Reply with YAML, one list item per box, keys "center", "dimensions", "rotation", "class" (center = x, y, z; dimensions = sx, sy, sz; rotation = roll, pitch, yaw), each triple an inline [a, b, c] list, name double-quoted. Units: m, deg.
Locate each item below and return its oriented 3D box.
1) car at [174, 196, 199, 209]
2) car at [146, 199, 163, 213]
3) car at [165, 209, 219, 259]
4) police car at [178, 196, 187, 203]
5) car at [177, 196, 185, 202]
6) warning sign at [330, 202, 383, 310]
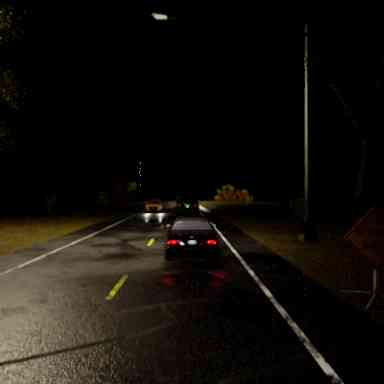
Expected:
- center: [-0.468, 1.360, 31.601]
  dimensions: [2.150, 2.045, 5.566]
  rotation: [0, 0, -2]
  class: "car"
- center: [-4.481, 1.649, 40.074]
  dimensions: [1.882, 1.535, 5.008]
  rotation: [0, 0, -2]
  class: "car"
- center: [-0.026, 1.608, 12.769]
  dimensions: [2.033, 1.411, 5.357]
  rotation: [0, 0, -1]
  class: "car"
- center: [-2.355, 1.709, 81.546]
  dimensions: [1.930, 1.638, 5.238]
  rotation: [0, 0, -4]
  class: "police car"
- center: [-3.067, 1.830, 91.410]
  dimensions: [1.812, 1.442, 4.674]
  rotation: [0, 0, -4]
  class: "car"
- center: [3.531, 1.146, 6.358]
  dimensions: [1.300, 1.860, 1.060]
  rotation: [1, 0, 0]
  class: "warning sign"
